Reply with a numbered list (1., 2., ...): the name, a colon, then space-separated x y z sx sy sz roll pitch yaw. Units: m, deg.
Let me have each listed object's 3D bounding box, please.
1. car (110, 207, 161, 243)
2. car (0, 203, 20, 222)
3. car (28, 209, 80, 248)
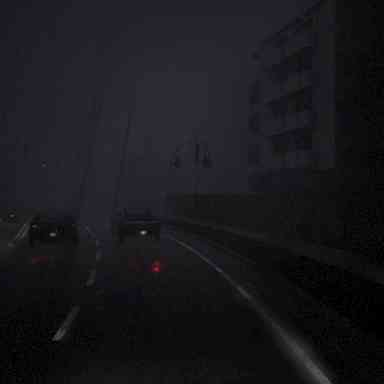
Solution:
1. car: -2.849 1.494 16.230 2.128 1.511 4.902 0 0 -19
2. car: -14.432 1.601 25.771 2.033 1.411 5.357 0 0 -23
3. car: -6.148 1.483 15.062 1.882 1.535 5.008 0 0 -19
